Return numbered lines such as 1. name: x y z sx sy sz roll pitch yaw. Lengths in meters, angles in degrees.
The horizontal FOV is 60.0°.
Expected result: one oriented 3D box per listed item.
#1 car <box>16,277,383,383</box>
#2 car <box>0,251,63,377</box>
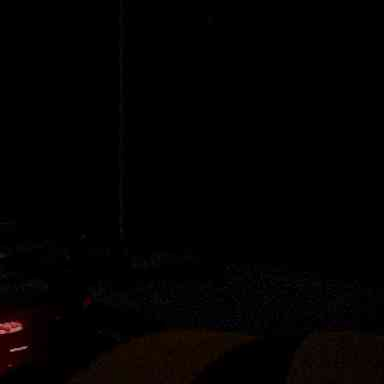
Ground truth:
1. car: 1.036 1.526 2.071 4.829 1.417 1.752 0 0 36
2. car: -3.230 1.593 5.117 4.206 1.307 1.802 0 0 36
